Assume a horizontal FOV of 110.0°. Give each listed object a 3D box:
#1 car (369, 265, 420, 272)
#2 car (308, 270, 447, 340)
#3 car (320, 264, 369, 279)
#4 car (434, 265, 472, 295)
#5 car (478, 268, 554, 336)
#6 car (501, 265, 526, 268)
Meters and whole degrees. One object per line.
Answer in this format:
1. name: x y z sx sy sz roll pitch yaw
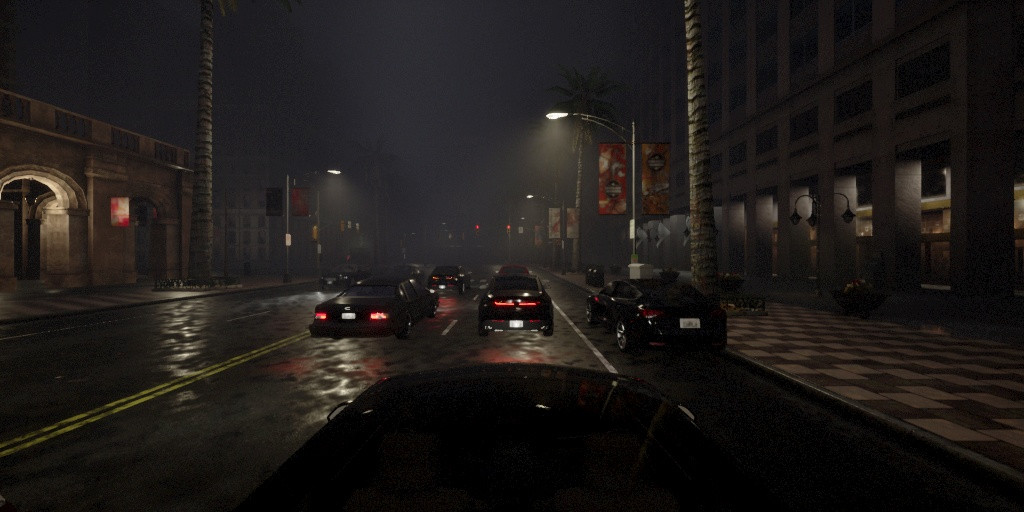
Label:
1. car: -6.995 1.310 23.130 2.033 1.411 5.357 0 0 0
2. car: -3.399 1.297 9.987 2.033 1.411 5.357 0 0 0
3. car: -10.495 1.278 23.131 2.128 1.511 4.902 0 0 0
4. car: -3.395 1.255 19.876 1.837 1.490 4.892 0 0 0
5. car: 0.091 1.254 10.369 1.837 1.490 4.892 0 0 0
6. car: 0.100 1.228 19.819 1.882 1.535 5.008 0 0 0
